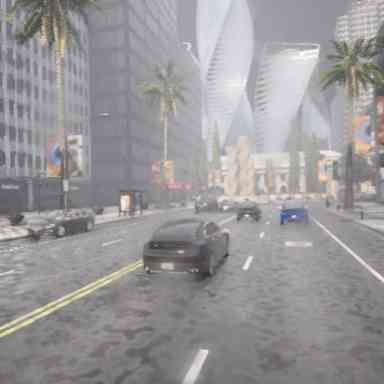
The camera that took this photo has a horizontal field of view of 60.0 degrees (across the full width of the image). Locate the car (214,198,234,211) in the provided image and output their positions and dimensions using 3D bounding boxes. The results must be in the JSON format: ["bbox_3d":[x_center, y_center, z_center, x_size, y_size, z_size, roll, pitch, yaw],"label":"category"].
[{"bbox_3d":[4.598,1.699,40.894,2.128,1.511,4.902,-1,-1,17],"label":"car"}]

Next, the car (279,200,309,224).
[{"bbox_3d":[7.472,1.491,24.532,1.882,1.535,5.008,-1,0,15],"label":"car"}]

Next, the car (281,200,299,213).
[{"bbox_3d":[11.501,1.631,39.077,1.895,1.301,4.718,-1,0,16],"label":"car"}]

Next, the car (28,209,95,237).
[{"bbox_3d":[-7.835,1.822,20.425,2.231,1.521,4.892,-1,0,15],"label":"car"}]

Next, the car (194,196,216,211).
[{"bbox_3d":[2.005,1.518,44.470,2.150,2.045,5.566,-2,-1,18],"label":"car"}]

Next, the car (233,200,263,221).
[{"bbox_3d":[4.991,1.610,28.722,1.837,1.490,4.892,-1,0,15],"label":"car"}]

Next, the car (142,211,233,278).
[{"bbox_3d":[0.026,1.586,10.561,1.837,1.490,4.892,-1,0,15],"label":"car"}]
